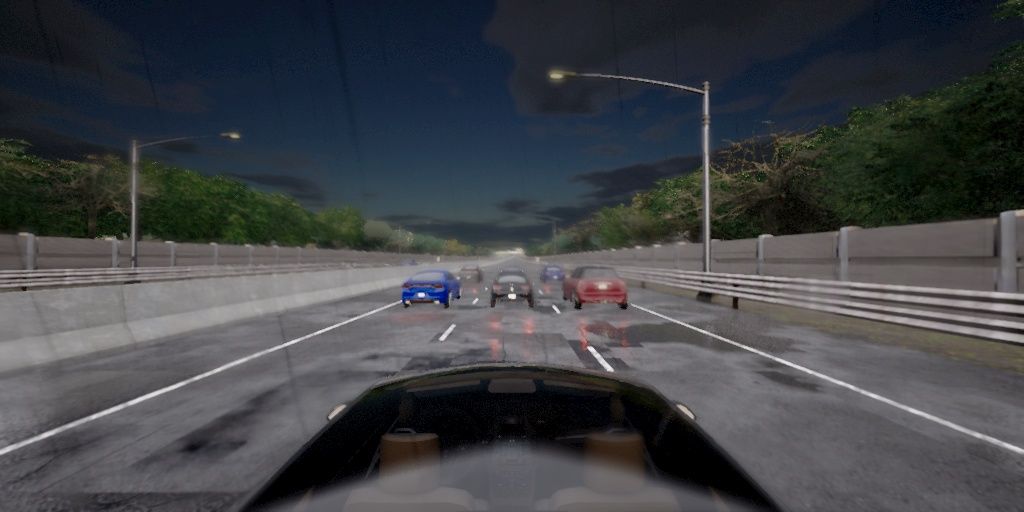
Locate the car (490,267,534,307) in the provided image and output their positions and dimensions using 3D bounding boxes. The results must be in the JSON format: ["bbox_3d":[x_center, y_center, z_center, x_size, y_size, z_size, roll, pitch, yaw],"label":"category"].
[{"bbox_3d":[0.010,1.416,16.241,1.812,1.442,4.674,0,0,0],"label":"car"}]

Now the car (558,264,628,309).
[{"bbox_3d":[3.507,1.238,15.913,2.097,1.767,4.553,0,-1,0],"label":"car"}]

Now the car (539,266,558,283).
[{"bbox_3d":[3.517,1.566,31.231,1.812,1.442,4.674,0,0,0],"label":"car"}]

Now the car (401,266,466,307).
[{"bbox_3d":[-3.488,1.369,16.323,1.882,1.535,5.008,0,0,0],"label":"car"}]

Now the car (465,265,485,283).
[{"bbox_3d":[-3.484,1.532,31.149,2.128,1.511,4.902,0,0,0],"label":"car"}]
